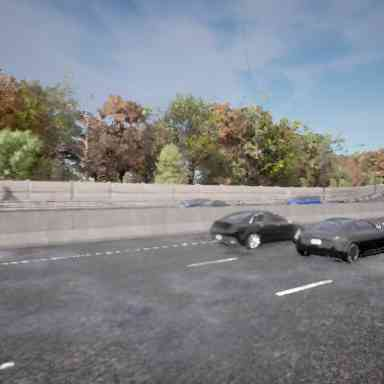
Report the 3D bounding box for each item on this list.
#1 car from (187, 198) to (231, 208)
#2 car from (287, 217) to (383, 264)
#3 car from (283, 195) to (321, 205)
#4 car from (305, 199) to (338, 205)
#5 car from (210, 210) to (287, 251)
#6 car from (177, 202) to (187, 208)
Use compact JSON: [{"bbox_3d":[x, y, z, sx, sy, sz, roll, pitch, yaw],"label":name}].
[{"bbox_3d":[2.215,1.640,35.646,4.674,1.442,1.812,1,0,-35],"label":"car"},{"bbox_3d":[5.722,1.618,12.119,4.181,1.385,1.994,0,0,-36],"label":"car"},{"bbox_3d":[13.031,1.403,39.046,5.566,2.045,2.150,1,-1,-35],"label":"car"},{"bbox_3d":[14.640,1.740,35.897,4.181,1.385,1.994,0,0,-35],"label":"car"},{"bbox_3d":[3.030,1.556,14.500,4.892,1.490,1.837,0,0,-35],"label":"car"},{"bbox_3d":[0.511,1.468,38.727,4.553,1.767,2.097,0,0,-35],"label":"car"}]
